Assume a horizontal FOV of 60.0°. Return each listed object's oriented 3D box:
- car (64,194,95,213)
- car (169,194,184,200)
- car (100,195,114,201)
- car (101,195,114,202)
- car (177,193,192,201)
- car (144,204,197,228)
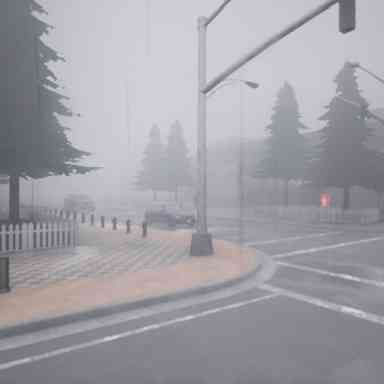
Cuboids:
[{"bbox_3d":[-12.947,1.279,37.987,2.150,2.045,5.566,0,0,-37],"label":"car"},{"bbox_3d":[-4.054,1.280,85.948,1.932,1.855,4.605,0,0,-37],"label":"car"},{"bbox_3d":[-21.086,1.510,82.705,1.970,1.475,3.806,0,0,-37],"label":"car"},{"bbox_3d":[-19.051,1.490,74.971,1.845,1.501,3.633,0,0,-37],"label":"car"},{"bbox_3d":[-1.968,1.270,88.012,1.905,1.878,3.866,0,0,-37],"label":"car"},{"bbox_3d":[-1.618,1.584,22.981,1.812,1.442,4.674,0,0,-38],"label":"car"}]
